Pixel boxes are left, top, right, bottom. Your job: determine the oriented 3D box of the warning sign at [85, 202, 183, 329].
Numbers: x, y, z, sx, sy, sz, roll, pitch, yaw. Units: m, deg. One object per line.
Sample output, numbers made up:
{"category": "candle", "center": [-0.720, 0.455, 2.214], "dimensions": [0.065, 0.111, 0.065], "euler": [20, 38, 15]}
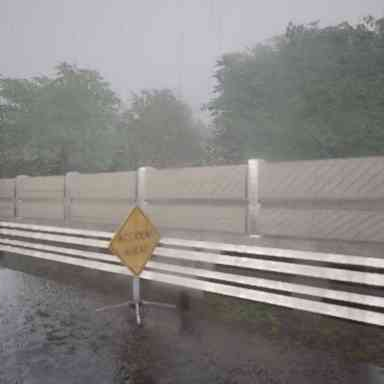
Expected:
{"category": "warning sign", "center": [-0.991, 1.137, 5.859], "dimensions": [1.060, 1.860, 1.300], "euler": [-1, 0, 36]}
